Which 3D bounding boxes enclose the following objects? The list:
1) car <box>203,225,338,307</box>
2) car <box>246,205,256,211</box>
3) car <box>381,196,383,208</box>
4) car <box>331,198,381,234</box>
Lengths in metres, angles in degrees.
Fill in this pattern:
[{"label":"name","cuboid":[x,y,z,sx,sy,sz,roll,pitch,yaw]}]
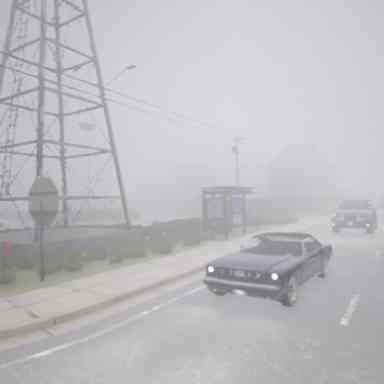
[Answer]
[{"label":"car","cuboid":[2.216,1.763,8.644,1.895,1.301,4.718,-2,-2,34]},{"label":"car","cuboid":[5.900,2.382,43.910,5.008,1.535,1.882,-2,-2,32]},{"label":"car","cuboid":[32.165,1.732,54.925,2.150,2.045,5.566,-2,-2,33]},{"label":"car","cuboid":[10.529,1.481,21.353,2.150,2.045,5.566,-2,-2,33]}]
